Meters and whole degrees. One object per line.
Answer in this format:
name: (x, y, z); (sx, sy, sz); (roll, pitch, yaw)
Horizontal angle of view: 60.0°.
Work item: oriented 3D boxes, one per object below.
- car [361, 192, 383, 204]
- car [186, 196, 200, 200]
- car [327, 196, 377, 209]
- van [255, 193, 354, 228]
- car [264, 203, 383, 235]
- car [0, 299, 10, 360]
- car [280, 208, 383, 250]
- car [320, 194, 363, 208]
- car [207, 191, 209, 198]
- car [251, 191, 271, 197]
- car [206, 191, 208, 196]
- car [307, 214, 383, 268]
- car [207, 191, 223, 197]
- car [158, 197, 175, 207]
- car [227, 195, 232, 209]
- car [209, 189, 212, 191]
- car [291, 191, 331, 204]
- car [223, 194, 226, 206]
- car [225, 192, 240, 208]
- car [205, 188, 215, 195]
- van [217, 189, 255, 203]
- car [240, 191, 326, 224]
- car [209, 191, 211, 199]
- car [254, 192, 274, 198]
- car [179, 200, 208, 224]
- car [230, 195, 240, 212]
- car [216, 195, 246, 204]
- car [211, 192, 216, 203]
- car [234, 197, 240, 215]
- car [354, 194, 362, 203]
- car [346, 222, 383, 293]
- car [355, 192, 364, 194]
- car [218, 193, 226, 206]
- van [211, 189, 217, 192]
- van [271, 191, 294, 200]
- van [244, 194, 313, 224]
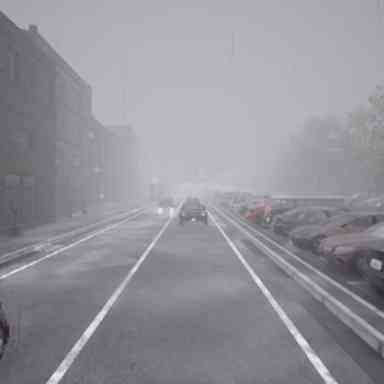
car: (19.258, 1.185, 31.794); (4.553, 1.767, 2.185); (0, 0, 0)
car: (0.099, 1.211, 41.414); (2.128, 1.511, 4.902); (0, 1, 0)
car: (19.261, 1.245, 40.152); (5.008, 1.535, 2.097); (0, 0, 0)
van: (5.983, 1.185, 18.035); (4.442, 1.987, 1.878); (0, 0, 0)
car: (6.082, 1.433, 15.129); (4.892, 1.521, 2.231); (0, 0, 0)
car: (-3.351, 1.547, 2.596); (1.994, 1.385, 4.181); (0, 0, 0)
car: (6.050, 1.481, 12.345); (4.792, 1.488, 2.163); (0, 0, 0)
car: (19.234, 1.098, 42.936); (4.553, 1.767, 2.185); (0, 0, 0)
car: (6.469, 0.973, 70.793); (5.366, 1.575, 1.946); (0, 1, 0)
car: (19.256, 0.651, 93.206); (5.366, 1.575, 1.946); (0, 1, 0)
car: (6.288, 0.950, 73.576); (5.008, 1.535, 2.097); (0, 1, 0)
car: (6.072, 1.511, 9.562); (4.674, 1.452, 2.002); (0, 0, 0)
car: (6.392, 0.535, 93.076); (4.553, 1.767, 2.185); (0, 1, 0)
car: (-3.344, 1.301, 43.834); (1.895, 1.301, 4.718); (0, 0, 0)
car: (6.153, 1.313, 31.827); (4.892, 1.521, 2.231); (0, 0, 0)
car: (6.243, 0.876, 68.134); (4.553, 1.767, 2.185); (0, 1, 0)
car: (19.277, 0.878, 54.072); (5.566, 2.045, 2.435); (0, 1, 0)
car: (6.169, 1.309, 37.395); (4.674, 1.452, 2.002); (0, 0, 0)
car: (6.126, 1.166, 34.611); (4.553, 1.767, 2.185); (0, 0, 0)
car: (6.331, 0.672, 76.357); (5.566, 2.045, 2.435); (0, 1, 0)
van: (6.079, 0.976, 45.805); (4.442, 1.987, 1.878); (0, 1, 0)
car: (6.080, 1.141, 20.693); (5.566, 2.045, 2.435); (0, 0, 0)
car: (6.270, 1.031, 65.227); (4.892, 1.521, 2.231); (0, 1, 0)
car: (19.437, 0.718, 90.417); (5.008, 1.535, 2.097); (0, 1, 0)
car: (0.099, 1.451, 23.374); (1.895, 1.301, 4.718); (0, 0, 0)
car: (6.323, 1.329, 29.043); (5.366, 1.575, 1.946); (0, 0, 0)
car: (6.227, 1.171, 54.094); (4.674, 1.452, 2.002); (0, 0, 0)
car: (6.030, 1.152, 51.311); (5.366, 1.575, 1.946); (0, 0, 0)
car: (6.121, 1.354, 26.261); (4.892, 1.521, 2.231); (0, 0, 0)
car: (19.243, 1.291, 34.581); (4.892, 1.521, 2.231); (0, 0, 0)
car: (6.089, 1.520, 6.779); (4.792, 1.488, 2.163); (0, 0, 0)
car: (19.219, 1.016, 37.363); (5.566, 2.045, 2.435); (0, 0, 0)
car: (6.157, 1.255, 42.961); (4.792, 1.488, 2.163); (0, 0, 0)
van: (6.371, 0.829, 62.441); (4.442, 1.987, 1.878); (0, 1, 0)
van: (19.247, 0.749, 70.782); (4.442, 1.987, 1.878); (0, 1, 0)
van: (6.001, 1.147, 23.476); (4.442, 1.987, 1.878); (0, 0, 0)
